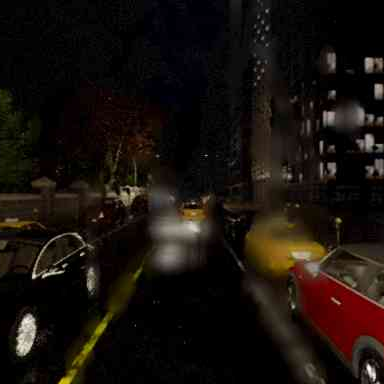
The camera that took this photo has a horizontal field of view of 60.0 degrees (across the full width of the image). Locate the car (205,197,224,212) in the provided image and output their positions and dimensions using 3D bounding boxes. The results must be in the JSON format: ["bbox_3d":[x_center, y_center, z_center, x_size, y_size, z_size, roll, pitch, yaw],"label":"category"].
[{"bbox_3d":[2.706,1.544,38.054,1.802,1.307,4.206,1,0,0],"label":"car"}]

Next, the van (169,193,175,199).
[{"bbox_3d":[-5.657,1.168,94.253,1.690,1.788,3.998,1,0,0],"label":"van"}]

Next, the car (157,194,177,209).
[{"bbox_3d":[-3.078,1.441,45.150,2.128,1.511,4.902,0,0,0],"label":"car"}]

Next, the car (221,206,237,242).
[{"bbox_3d":[2.701,1.556,16.067,1.947,1.339,4.313,1,0,0],"label":"car"}]

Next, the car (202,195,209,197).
[{"bbox_3d":[2.709,1.392,43.671,1.967,1.590,4.097,1,0,0],"label":"car"}]

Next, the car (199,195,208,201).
[{"bbox_3d":[2.716,1.422,77.377,1.887,1.381,4.507,1,0,0],"label":"car"}]

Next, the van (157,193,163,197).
[{"bbox_3d":[-5.669,1.283,49.342,1.690,1.788,3.998,1,0,0],"label":"van"}]

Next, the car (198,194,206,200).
[{"bbox_3d":[2.719,1.388,88.612,1.887,1.381,4.507,1,0,0],"label":"car"}]

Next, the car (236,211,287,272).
[{"bbox_3d":[2.700,1.520,10.556,1.752,1.417,4.829,1,0,0],"label":"car"}]

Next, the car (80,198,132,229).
[{"bbox_3d":[-5.675,1.300,21.797,2.192,1.841,5.009,1,0,0],"label":"car"}]

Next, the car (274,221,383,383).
[{"bbox_3d":[2.699,1.438,4.706,1.967,1.590,4.097,1,0,0],"label":"car"}]

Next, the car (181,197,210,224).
[{"bbox_3d":[0.106,1.437,24.663,1.801,1.575,5.366,0,0,0],"label":"car"}]

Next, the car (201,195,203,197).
[{"bbox_3d":[2.711,1.456,55.077,1.752,1.417,4.829,1,0,0],"label":"car"}]

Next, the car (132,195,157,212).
[{"bbox_3d":[-5.671,1.277,38.115,2.192,1.841,5.009,1,0,0],"label":"car"}]

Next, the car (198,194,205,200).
[{"bbox_3d":[2.720,1.371,94.229,1.887,1.381,4.507,1,0,0],"label":"car"}]

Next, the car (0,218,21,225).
[{"bbox_3d":[-5.680,1.521,10.261,1.752,1.417,4.829,1,0,0],"label":"car"}]

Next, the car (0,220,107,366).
[{"bbox_3d":[-3.099,1.503,5.885,1.837,1.490,4.892,0,0,0],"label":"car"}]
